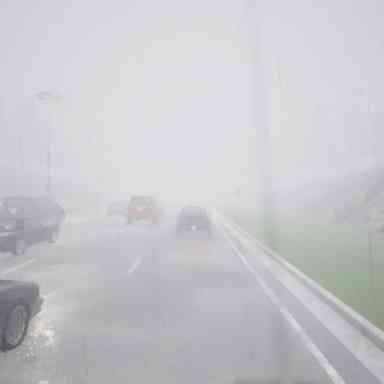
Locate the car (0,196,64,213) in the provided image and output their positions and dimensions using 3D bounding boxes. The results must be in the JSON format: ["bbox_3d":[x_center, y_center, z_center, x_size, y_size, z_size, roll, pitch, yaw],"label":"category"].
[{"bbox_3d":[-10.402,1.263,22.046,2.150,2.045,5.566,0,0,0],"label":"car"}]

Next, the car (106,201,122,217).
[{"bbox_3d":[-6.897,1.610,32.307,2.033,1.411,5.357,0,0,0],"label":"car"}]

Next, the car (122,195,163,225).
[{"bbox_3d":[-3.403,1.270,24.704,2.150,2.045,5.566,0,0,0],"label":"car"}]

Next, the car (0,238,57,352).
[{"bbox_3d":[-3.401,1.553,3.136,2.033,1.411,5.357,0,0,0],"label":"car"}]

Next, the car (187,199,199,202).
[{"bbox_3d":[0.156,1.603,39.278,1.812,1.442,4.674,0,0,1],"label":"car"}]

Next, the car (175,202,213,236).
[{"bbox_3d":[0.098,1.541,18.781,1.837,1.490,4.892,0,0,0],"label":"car"}]

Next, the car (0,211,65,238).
[{"bbox_3d":[-6.901,1.626,13.033,1.895,1.301,4.718,0,0,0],"label":"car"}]
